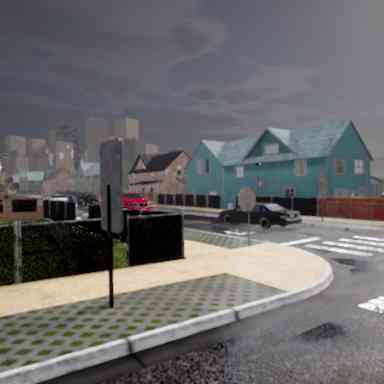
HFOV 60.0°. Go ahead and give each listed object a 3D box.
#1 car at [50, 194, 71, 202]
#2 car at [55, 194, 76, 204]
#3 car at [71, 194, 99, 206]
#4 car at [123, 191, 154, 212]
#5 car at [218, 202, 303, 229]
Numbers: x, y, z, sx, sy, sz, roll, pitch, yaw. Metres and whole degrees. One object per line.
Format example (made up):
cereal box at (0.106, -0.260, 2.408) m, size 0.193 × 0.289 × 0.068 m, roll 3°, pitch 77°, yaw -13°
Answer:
car at (-17.928, 1.086, 44.833) m, size 1.812 × 1.442 × 4.674 m, roll -2°, pitch 1°, yaw -36°
car at (-19.927, 1.010, 52.236) m, size 1.994 × 1.385 × 4.181 m, roll -2°, pitch 1°, yaw -36°
car at (-13.978, 1.027, 44.258) m, size 1.837 × 1.490 × 4.892 m, roll -2°, pitch 1°, yaw -37°
car at (-5.244, 0.951, 27.422) m, size 2.150 × 2.045 × 5.566 m, roll -2°, pitch 1°, yaw -36°
car at (3.880, 1.307, 19.823) m, size 2.033 × 1.411 × 5.357 m, roll -2°, pitch 1°, yaw -36°
